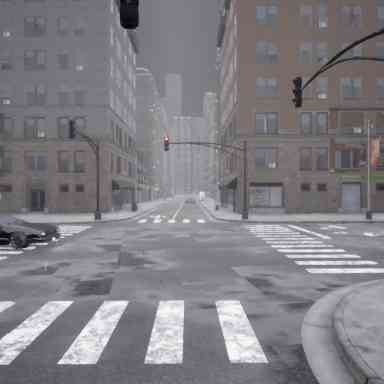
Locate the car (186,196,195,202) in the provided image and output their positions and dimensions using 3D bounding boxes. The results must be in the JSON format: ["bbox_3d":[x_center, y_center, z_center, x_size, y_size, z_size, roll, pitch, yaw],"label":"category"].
[{"bbox_3d":[-0.410,1.484,73.744,1.895,1.301,4.718,0,0,0],"label":"car"}]

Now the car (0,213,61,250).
[{"bbox_3d":[-8.428,1.571,13.854,5.357,1.411,2.033,0,0,-1],"label":"car"}]

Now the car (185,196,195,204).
[{"bbox_3d":[-0.337,1.649,63.739,1.895,1.301,4.718,0,0,0],"label":"car"}]
